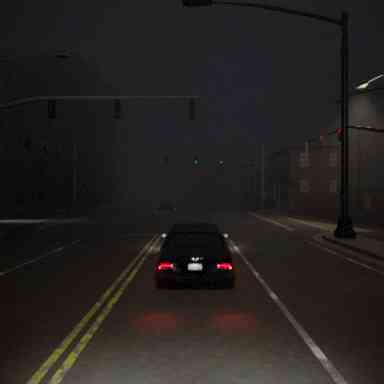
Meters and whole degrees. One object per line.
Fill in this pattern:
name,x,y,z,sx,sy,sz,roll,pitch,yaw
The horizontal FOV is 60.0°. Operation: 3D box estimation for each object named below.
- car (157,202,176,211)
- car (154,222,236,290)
car,-3.548,2.058,45.913,1.812,1.442,4.674,0,-4,0
car,0.083,1.558,9.224,2.033,1.411,5.357,0,0,0
